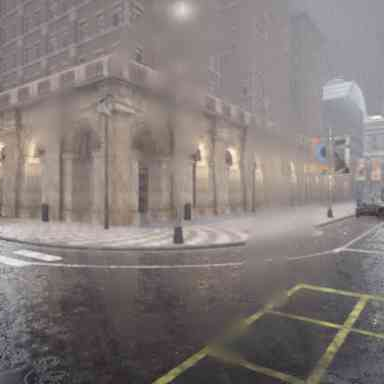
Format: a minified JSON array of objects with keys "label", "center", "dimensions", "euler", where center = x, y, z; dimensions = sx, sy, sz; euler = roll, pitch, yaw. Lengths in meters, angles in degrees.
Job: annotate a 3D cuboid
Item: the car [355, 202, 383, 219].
[{"label":"car","center":[15.769,1.579,29.392],"dimensions":[1.895,1.301,4.718],"euler":[0,0,36]}]
